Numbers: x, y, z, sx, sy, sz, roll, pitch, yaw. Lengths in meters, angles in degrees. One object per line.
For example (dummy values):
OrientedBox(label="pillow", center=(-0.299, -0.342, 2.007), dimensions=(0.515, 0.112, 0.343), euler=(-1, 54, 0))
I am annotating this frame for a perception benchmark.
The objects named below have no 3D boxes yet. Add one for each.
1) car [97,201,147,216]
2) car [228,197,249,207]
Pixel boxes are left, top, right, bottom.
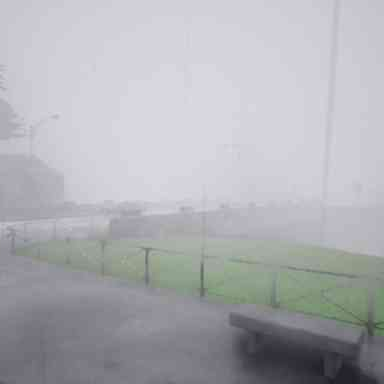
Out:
OrientedBox(label="car", center=(-6.455, 1.534, 31.127), dimensions=(1.895, 1.301, 4.718), euler=(0, 0, 35))
OrientedBox(label="car", center=(7.192, 1.458, 50.229), dimensions=(1.812, 1.442, 4.674), euler=(0, 0, 36))
